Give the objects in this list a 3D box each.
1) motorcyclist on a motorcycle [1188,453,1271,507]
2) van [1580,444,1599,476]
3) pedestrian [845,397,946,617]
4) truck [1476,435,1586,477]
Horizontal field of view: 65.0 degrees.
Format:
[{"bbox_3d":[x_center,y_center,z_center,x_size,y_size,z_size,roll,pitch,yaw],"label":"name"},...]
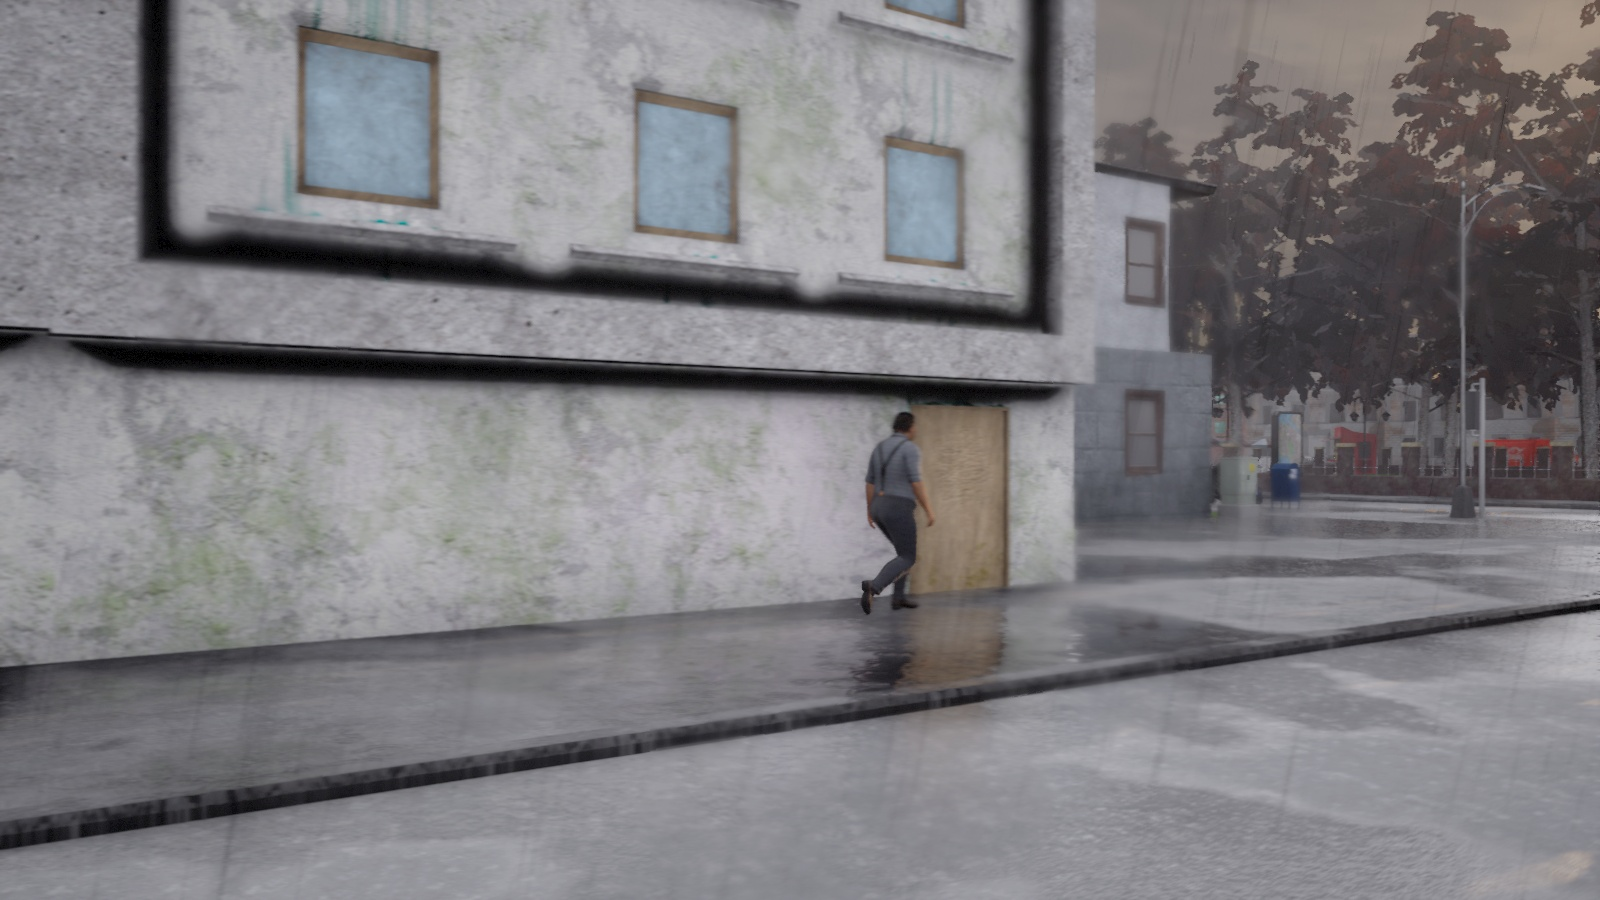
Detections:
[{"bbox_3d":[12.475,0.854,36.526,0.866,1.530,2.191,0,0,-35],"label":"motorcyclist on a motorcycle"},{"bbox_3d":[49.978,0.608,75.876,1.775,1.987,4.442,0,0,-35],"label":"van"},{"bbox_3d":[0.834,0.482,10.962,0.694,1.848,0.540,0,0,-34],"label":"pedestrian"},{"bbox_3d":[44.556,0.381,76.651,2.627,2.467,5.204,0,0,-35],"label":"truck"}]
